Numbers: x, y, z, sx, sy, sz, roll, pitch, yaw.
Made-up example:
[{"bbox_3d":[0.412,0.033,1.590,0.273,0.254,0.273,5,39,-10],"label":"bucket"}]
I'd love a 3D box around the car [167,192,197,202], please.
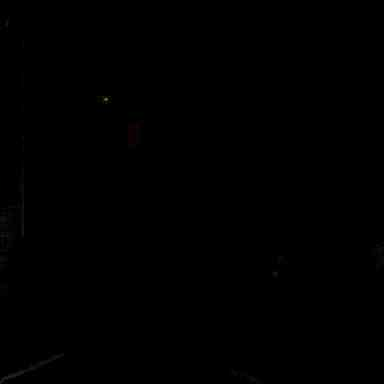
[{"bbox_3d":[-1.359,0.729,47.385,1.895,1.301,4.718,1,1,35],"label":"car"}]
